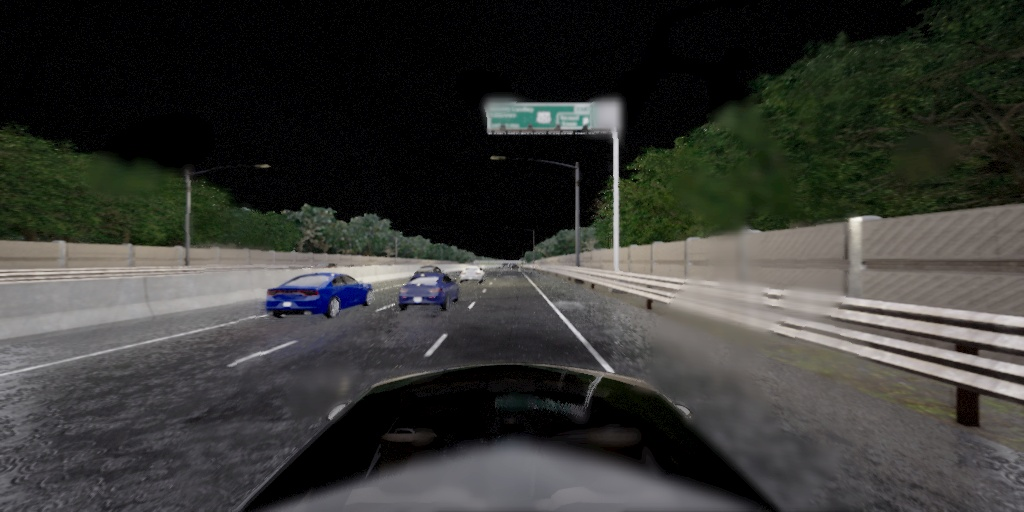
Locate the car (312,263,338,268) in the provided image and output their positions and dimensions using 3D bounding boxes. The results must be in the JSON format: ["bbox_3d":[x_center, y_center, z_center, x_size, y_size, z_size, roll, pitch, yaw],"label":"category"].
[{"bbox_3d":[-24.568,1.673,47.104,2.097,1.767,4.553,0,-1,0],"label":"car"}]

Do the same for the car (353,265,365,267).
[{"bbox_3d":[-21.066,1.929,49.409,1.994,1.385,4.181,0,-1,0],"label":"car"}]

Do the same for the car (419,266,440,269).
[{"bbox_3d":[-6.905,1.570,30.439,1.837,1.490,4.892,0,0,0],"label":"car"}]

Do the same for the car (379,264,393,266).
[{"bbox_3d":[-17.571,1.845,49.526,1.882,1.535,5.008,0,-1,0],"label":"car"}]

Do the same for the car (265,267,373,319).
[{"bbox_3d":[-6.903,1.352,13.486,1.882,1.535,5.008,0,-1,0],"label":"car"}]

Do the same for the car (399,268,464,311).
[{"bbox_3d":[-3.402,1.419,15.231,1.812,1.442,4.674,0,0,0],"label":"car"}]

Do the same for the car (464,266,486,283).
[{"bbox_3d":[-3.405,1.602,31.568,1.812,1.442,4.674,0,-1,0],"label":"car"}]
